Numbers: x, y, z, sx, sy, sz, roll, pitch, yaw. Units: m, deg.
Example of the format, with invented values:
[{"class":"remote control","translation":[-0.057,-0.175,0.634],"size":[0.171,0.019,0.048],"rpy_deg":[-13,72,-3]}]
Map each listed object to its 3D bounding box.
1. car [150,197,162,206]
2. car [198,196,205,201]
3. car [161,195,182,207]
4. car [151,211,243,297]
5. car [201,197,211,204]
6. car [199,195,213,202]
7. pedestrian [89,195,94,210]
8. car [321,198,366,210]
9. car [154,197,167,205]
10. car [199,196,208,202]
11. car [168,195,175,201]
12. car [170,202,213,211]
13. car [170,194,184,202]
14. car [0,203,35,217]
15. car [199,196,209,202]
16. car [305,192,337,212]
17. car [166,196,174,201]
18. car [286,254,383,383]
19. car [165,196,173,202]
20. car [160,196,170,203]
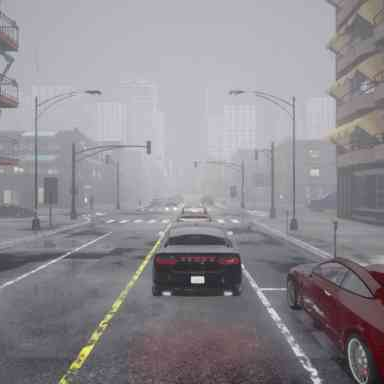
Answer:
[{"class":"car","translation":[-5.755,1.586,54.178],"size":[1.887,1.381,4.507],"rpy_deg":[0,0,0]},{"class":"car","translation":[2.729,1.696,92.848],"size":[1.802,1.307,4.206],"rpy_deg":[0,0,0]},{"class":"car","translation":[-3.070,1.584,51.139],"size":[2.033,1.411,5.357],"rpy_deg":[0,0,0]},{"class":"car","translation":[0.103,1.480,8.653],"size":[1.882,1.535,5.008],"rpy_deg":[0,0,0]},{"class":"car","translation":[2.718,1.624,65.222],"size":[1.947,1.339,4.313],"rpy_deg":[0,0,0]},{"class":"car","translation":[2.716,1.365,59.697],"size":[2.192,1.841,5.009],"rpy_deg":[0,0,0]},{"class":"pedestrian","translation":[-12.495,1.311,41.439],"size":[0.375,1.860,0.375],"rpy_deg":[0,0,0]},{"class":"car","translation":[17.504,1.378,38.489],"size":[4.313,1.339,1.947],"rpy_deg":[-1,0,0]},{"class":"car","translation":[-5.665,1.616,59.700],"size":[1.947,1.339,4.313],"rpy_deg":[0,0,0]},{"class":"car","translation":[2.724,1.640,81.798],"size":[2.008,1.369,4.403],"rpy_deg":[0,0,0]},{"class":"car","translation":[-5.652,1.639,92.681],"size":[1.752,1.417,4.829],"rpy_deg":[0,0,0]},{"class":"car","translation":[0.108,1.499,17.854],"size":[2.128,1.511,4.902],"rpy_deg":[0,0,0]},{"class":"car","translation":[-3.033,1.579,62.096],"size":[1.812,1.442,4.674],"rpy_deg":[0,0,0]},{"class":"car","translation":[-17.547,1.766,32.703],"size":[4.181,1.385,1.994],"rpy_deg":[-1,0,0]},{"class":"car","translation":[2.722,1.644,76.273],"size":[1.947,1.339,4.313],"rpy_deg":[0,0,0]},{"class":"car","translation":[15.185,1.052,35.908],"size":[5.566,2.045,2.150],"rpy_deg":[-1,0,0]},{"class":"car","translation":[-5.654,1.683,87.326],"size":[1.802,1.307,4.206],"rpy_deg":[0,0,0]},{"class":"car","translation":[2.694,1.583,4.944],"size":[1.802,1.307,4.206],"rpy_deg":[0,0,0]},{"class":"car","translation":[-5.656,1.671,81.802],"size":[1.802,1.307,4.206],"rpy_deg":[0,0,0]},{"class":"car","translation":[-5.660,1.593,70.581],"size":[1.752,1.417,4.829],"rpy_deg":[0,0,0]}]
